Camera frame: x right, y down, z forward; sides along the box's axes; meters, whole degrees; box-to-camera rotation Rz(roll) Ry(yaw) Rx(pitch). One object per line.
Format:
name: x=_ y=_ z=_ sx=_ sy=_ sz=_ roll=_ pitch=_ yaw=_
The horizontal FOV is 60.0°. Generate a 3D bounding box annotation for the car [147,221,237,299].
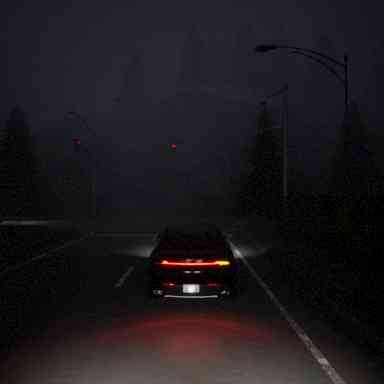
car: x=0.026 y=1.505 z=8.458 sx=1.837 sy=1.490 sz=4.892 roll=0 pitch=0 yaw=1
